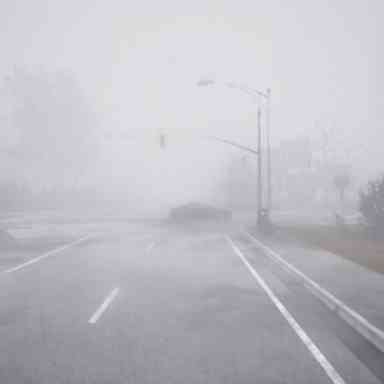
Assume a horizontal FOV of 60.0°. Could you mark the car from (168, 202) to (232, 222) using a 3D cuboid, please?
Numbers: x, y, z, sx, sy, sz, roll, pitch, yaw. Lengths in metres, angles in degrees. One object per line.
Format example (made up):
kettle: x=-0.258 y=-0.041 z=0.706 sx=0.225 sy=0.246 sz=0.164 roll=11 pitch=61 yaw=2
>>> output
car: x=0.665 y=1.522 z=26.096 sx=5.008 sy=1.535 sz=1.882 roll=0 pitch=0 yaw=-3

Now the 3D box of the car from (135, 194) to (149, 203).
car: x=-10.579 y=1.589 z=68.663 sx=1.812 sy=1.442 sz=4.674 roll=0 pitch=0 yaw=-1

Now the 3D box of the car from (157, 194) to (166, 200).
car: x=-7.712 y=1.148 z=84.308 sx=2.033 sy=1.411 sz=5.357 roll=0 pitch=0 yaw=-4

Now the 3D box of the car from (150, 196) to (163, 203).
car: x=-7.079 y=1.617 z=68.885 sx=1.994 sy=1.385 sz=4.181 roll=0 pitch=0 yaw=-1
